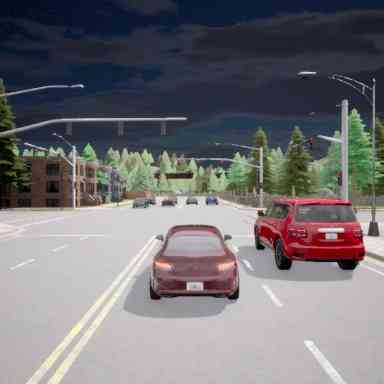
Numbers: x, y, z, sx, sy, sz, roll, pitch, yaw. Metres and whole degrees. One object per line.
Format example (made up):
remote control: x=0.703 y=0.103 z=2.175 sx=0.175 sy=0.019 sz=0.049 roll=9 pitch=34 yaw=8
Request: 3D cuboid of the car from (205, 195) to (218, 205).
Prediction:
car: x=3.495 y=1.352 z=60.209 sx=2.097 sy=1.767 sz=4.553 roll=0 pitch=0 yaw=0

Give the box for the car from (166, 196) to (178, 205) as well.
car: x=-3.653 y=1.505 z=62.021 sx=1.837 sy=1.490 sz=4.892 roll=0 pitch=0 yaw=0

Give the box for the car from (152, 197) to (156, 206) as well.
car: x=-7.178 y=1.547 z=56.781 sx=2.033 sy=1.411 sz=5.357 roll=0 pitch=0 yaw=0

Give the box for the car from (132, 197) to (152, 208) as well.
car: x=-7.165 y=1.505 z=46.954 sx=1.837 sy=1.490 sz=4.892 roll=0 pitch=0 yaw=0

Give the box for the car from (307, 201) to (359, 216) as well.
car: x=13.711 y=1.564 z=32.527 sx=4.181 sy=1.385 sz=1.994 roll=0 pitch=0 yaw=0

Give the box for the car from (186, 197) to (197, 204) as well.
car: x=-0.006 y=1.564 z=61.209 sx=1.994 sy=1.385 sz=4.181 roll=0 pitch=0 yaw=0

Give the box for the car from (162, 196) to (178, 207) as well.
car: x=-3.648 y=1.601 z=51.734 sx=1.895 sy=1.301 sz=4.718 roll=0 pitch=0 yaw=0

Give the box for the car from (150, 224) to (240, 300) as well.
car: x=0.049 y=1.526 z=8.266 sx=1.812 sy=1.442 sz=4.674 roll=0 pitch=0 yaw=0

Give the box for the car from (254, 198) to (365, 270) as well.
car: x=3.557 y=1.221 z=11.146 sx=2.150 sy=2.045 sz=5.566 roll=0 pitch=0 yaw=0
